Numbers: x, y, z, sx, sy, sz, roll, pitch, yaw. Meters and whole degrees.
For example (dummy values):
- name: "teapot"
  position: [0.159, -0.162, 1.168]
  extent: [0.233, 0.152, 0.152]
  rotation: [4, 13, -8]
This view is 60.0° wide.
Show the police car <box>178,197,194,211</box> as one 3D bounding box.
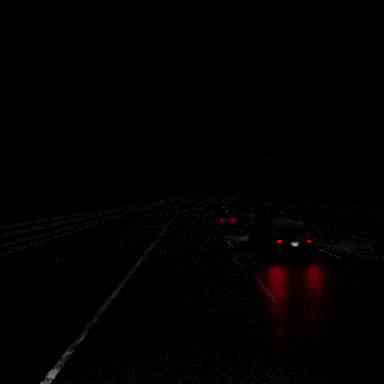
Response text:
- name: "police car"
  position: [-1.067, 1.838, 48.875]
  extent: [1.930, 1.638, 5.238]
  rotation: [0, 0, 0]

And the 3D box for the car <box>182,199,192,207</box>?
- name: "car"
  position: [-0.989, 2.072, 64.762]
  extent: [1.812, 1.442, 4.674]
  rotation: [0, 0, 1]

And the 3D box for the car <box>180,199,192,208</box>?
- name: "car"
  position: [-1.043, 1.974, 58.763]
  extent: [1.882, 1.535, 5.008]
  rotation: [0, 0, 0]

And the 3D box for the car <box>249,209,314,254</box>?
- name: "car"
  position: [3.595, 1.644, 13.913]
  extent: [1.812, 1.442, 4.674]
  rotation: [0, 0, 0]

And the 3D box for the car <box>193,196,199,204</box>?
- name: "car"
  position: [0.400, 2.183, 83.000]
  extent: [1.994, 1.385, 4.181]
  rotation: [0, 0, 2]

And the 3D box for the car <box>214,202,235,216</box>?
- name: "car"
  position: [3.587, 1.804, 36.833]
  extent: [2.128, 1.511, 4.902]
  rotation: [0, 0, 0]

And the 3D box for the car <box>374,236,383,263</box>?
- name: "car"
  position: [7.097, 1.680, 9.157]
  extent: [1.895, 1.301, 4.718]
  rotation: [0, 0, 0]

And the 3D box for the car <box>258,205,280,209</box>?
- name: "car"
  position: [7.089, 1.861, 30.676]
  extent: [1.895, 1.301, 4.718]
  rotation: [0, 0, 0]
